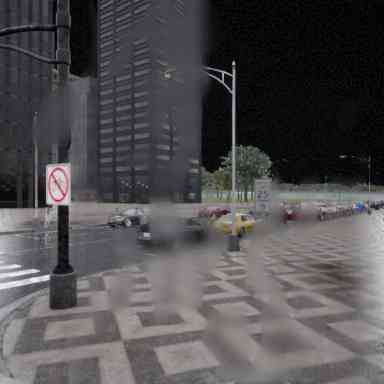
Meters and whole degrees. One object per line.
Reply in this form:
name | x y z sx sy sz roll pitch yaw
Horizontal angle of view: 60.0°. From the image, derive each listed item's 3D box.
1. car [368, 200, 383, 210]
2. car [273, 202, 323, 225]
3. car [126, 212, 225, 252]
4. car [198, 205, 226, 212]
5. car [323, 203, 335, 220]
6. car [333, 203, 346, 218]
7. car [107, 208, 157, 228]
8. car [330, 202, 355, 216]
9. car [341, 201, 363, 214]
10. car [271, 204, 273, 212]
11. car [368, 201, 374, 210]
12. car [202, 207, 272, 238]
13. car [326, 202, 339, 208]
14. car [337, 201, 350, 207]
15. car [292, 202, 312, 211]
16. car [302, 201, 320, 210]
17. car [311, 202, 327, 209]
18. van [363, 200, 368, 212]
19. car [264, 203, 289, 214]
car | 35.455 2.540 65.447 2.192 1.841 5.009 -1 -2 35
car | 9.242 1.792 28.685 2.192 1.841 5.009 -1 -2 35
car | -0.585 1.775 14.893 1.947 1.339 4.313 -1 -2 35
car | 2.307 2.016 33.634 1.887 1.381 4.507 -1 -2 35
car | 12.519 2.114 33.274 1.887 1.381 4.507 -1 -2 35
car | 15.800 2.246 37.874 1.802 1.307 4.206 -1 -2 36
car | -4.245 1.842 24.443 2.008 1.369 4.403 -1 -1 35
car | 19.072 2.304 42.465 1.887 1.381 4.507 -1 -2 35
car | 22.349 2.295 47.063 1.967 1.590 4.097 -1 -2 35
car | 8.858 2.210 42.824 2.008 1.369 4.403 -1 -2 35
car | 28.903 2.592 56.251 2.008 1.369 4.403 -1 -2 35
car | 2.789 1.824 19.627 1.752 1.417 4.829 -1 -2 35
car | 31.794 2.892 74.989 1.802 1.307 4.206 -1 -2 35
car | 38.346 3.038 84.179 2.008 1.369 4.403 -1 -1 35
car | 18.687 2.494 56.609 2.008 1.369 4.403 -1 -2 35
car | 21.963 2.477 61.206 1.967 1.590 4.097 -1 -2 35
car | 25.240 2.673 65.799 1.887 1.381 4.507 -1 -2 35
van | 25.625 2.290 51.660 1.690 1.788 3.998 -1 -2 35
car | 12.134 2.306 47.418 2.008 1.369 4.403 -1 -2 35
